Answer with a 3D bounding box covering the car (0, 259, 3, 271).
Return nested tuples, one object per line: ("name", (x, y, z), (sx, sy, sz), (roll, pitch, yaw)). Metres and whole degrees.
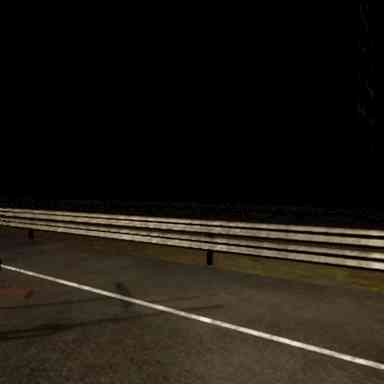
("car", (-7.188, 1.541, 9.005), (5.357, 1.411, 2.033), (0, 0, 36))
